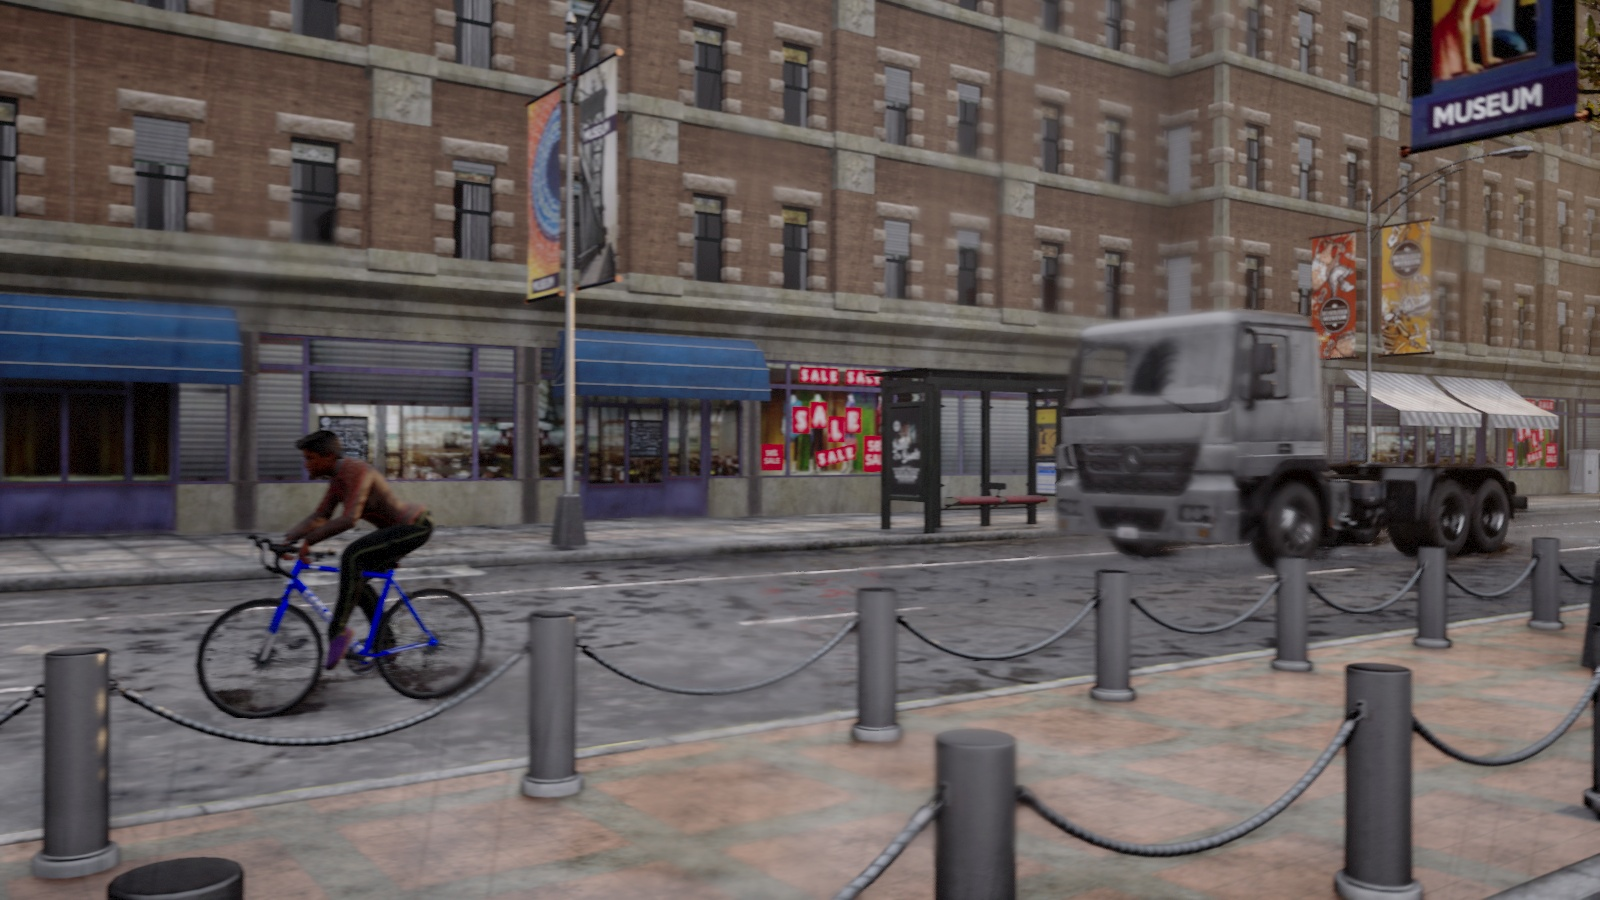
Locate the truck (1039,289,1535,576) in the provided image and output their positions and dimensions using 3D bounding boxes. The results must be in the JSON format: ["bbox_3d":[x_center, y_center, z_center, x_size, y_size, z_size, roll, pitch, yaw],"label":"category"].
[{"bbox_3d":[7.409,-0.207,18.566,7.936,3.462,2.891,0,0,-35],"label":"truck"}]

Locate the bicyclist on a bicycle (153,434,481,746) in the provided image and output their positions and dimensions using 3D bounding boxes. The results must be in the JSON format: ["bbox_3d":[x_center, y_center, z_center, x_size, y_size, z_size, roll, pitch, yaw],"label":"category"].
[{"bbox_3d":[-2.749,0.721,7.228,1.656,1.620,0.582,0,0,-35],"label":"bicyclist on a bicycle"}]
